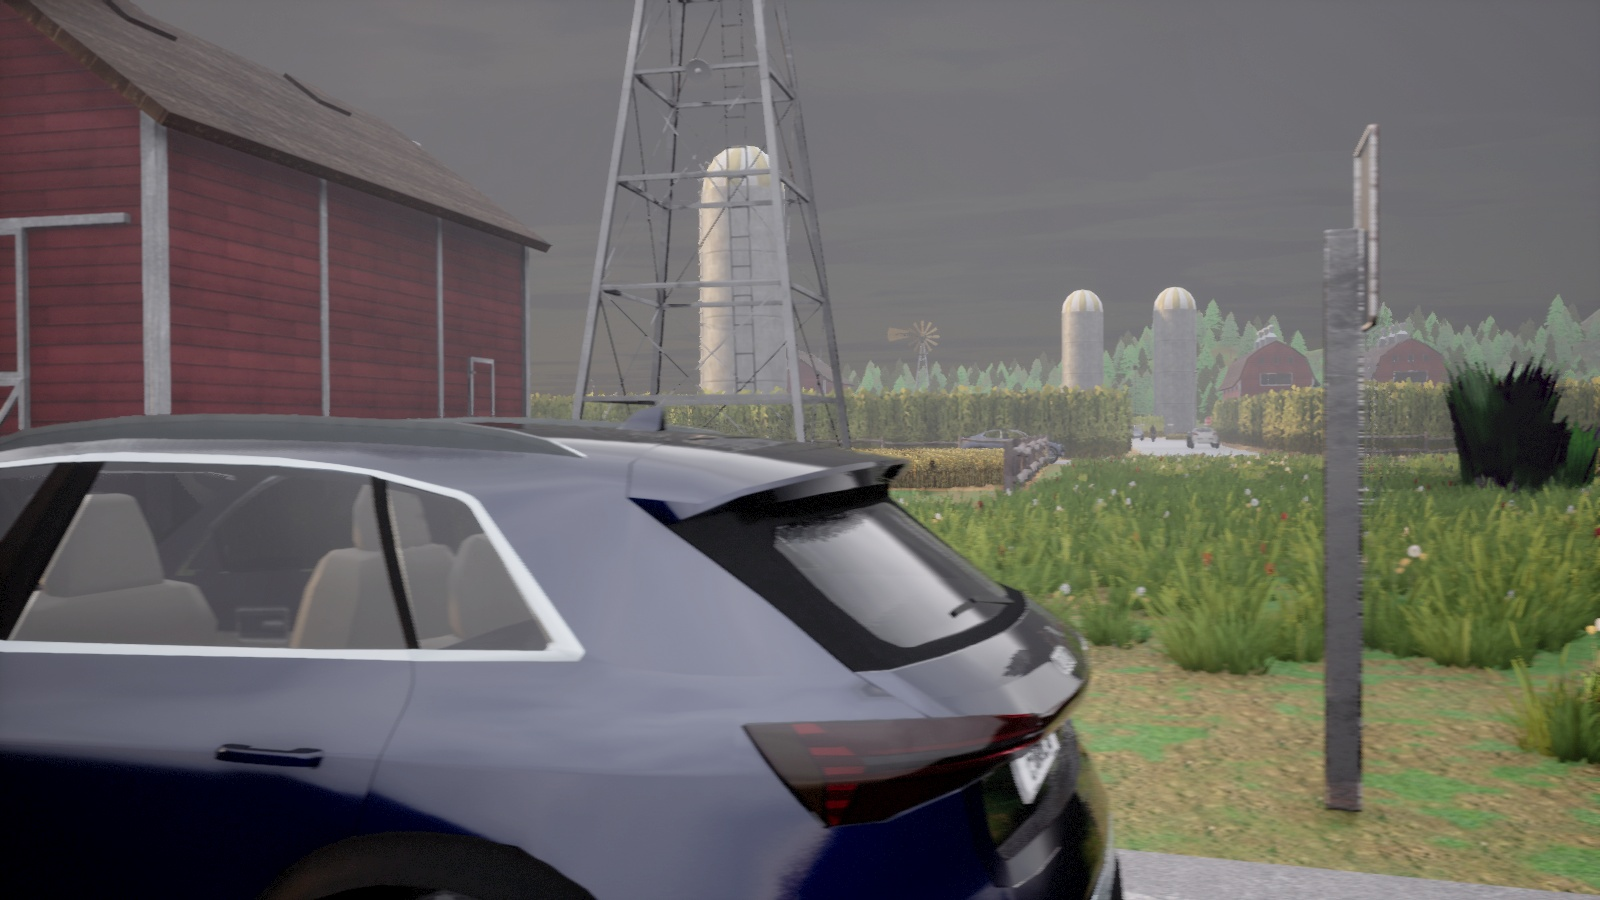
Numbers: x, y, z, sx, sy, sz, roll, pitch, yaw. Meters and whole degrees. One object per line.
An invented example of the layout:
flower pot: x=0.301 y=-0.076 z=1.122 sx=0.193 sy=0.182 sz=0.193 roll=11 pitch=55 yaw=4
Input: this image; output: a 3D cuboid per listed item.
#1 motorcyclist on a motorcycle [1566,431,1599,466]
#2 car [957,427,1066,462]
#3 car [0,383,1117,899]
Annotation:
motorcyclist on a motorcycle: x=36.128 y=-0.055 z=57.322 sx=1.817 sy=1.590 sz=0.866 roll=0 pitch=1 yaw=13
car: x=10.149 y=-0.285 z=60.119 sx=5.027 sy=1.651 sz=2.152 roll=0 pitch=1 yaw=13
car: x=-1.711 y=0.706 z=3.451 sx=4.856 sy=1.649 sz=2.033 roll=0 pitch=1 yaw=19
